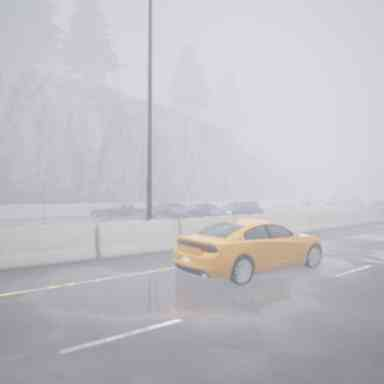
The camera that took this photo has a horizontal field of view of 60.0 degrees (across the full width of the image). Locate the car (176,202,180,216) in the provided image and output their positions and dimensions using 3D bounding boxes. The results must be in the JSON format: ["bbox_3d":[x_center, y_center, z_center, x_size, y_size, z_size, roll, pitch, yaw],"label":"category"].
[{"bbox_3d":[0.477,1.599,26.934,5.008,1.535,1.882,0,0,-42],"label":"car"}]

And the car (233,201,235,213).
[{"bbox_3d":[3.416,1.473,24.875,4.553,1.767,2.097,0,0,-42],"label":"car"}]

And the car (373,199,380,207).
[{"bbox_3d":[31.073,1.886,55.638,2.033,1.411,5.357,0,0,36],"label":"car"}]

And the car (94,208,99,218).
[{"bbox_3d":[-6.688,1.715,29.983,4.718,1.301,1.895,0,0,-40],"label":"car"}]

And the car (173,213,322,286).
[{"bbox_3d":[1.817,1.526,9.658,5.008,1.535,1.882,1,-1,-38],"label":"car"}]
